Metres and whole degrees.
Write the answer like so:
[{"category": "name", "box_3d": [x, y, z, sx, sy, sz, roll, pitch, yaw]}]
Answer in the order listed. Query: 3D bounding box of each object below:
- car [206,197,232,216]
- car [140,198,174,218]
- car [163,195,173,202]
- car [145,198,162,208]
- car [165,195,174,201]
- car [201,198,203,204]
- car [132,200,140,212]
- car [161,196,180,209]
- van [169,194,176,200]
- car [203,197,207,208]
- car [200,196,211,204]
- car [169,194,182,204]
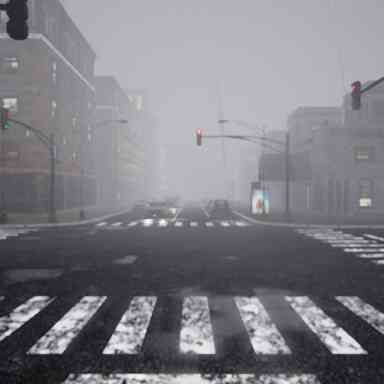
[{"category": "car", "box_3d": [2.703, 1.444, 32.122, 1.967, 1.590, 4.097, 0, 0, 0]}, {"category": "car", "box_3d": [-3.082, 1.550, 30.034, 2.033, 1.411, 5.357, 0, 0, 0]}, {"category": "car", "box_3d": [-5.652, 1.493, 77.687, 1.967, 1.590, 4.097, -1, 0, 0]}, {"category": "car", "box_3d": [-5.667, 1.568, 49.205, 2.008, 1.369, 4.403, 0, 0, 0]}, {"category": "car", "box_3d": [-5.647, 1.587, 83.214, 1.752, 1.417, 4.829, -1, 0, 0]}, {"category": "car", "box_3d": [2.714, 1.568, 49.213, 2.008, 1.369, 4.403, 0, 0, 0]}, {"category": "car", "box_3d": [-5.673, 1.559, 37.811, 2.008, 1.369, 4.403, 0, 0, 0]}, {"category": "car", "box_3d": [-3.064, 1.579, 46.058, 1.994, 1.385, 4.181, 0, 0, 0]}, {"category": "van", "box_3d": [-5.642, 1.424, 94.778, 1.690, 1.788, 3.998, -1, 0, 0]}, {"category": "car", "box_3d": [2.710, 1.594, 43.515, 1.802, 1.307, 4.206, 0, 0, 0]}, {"category": "car", "box_3d": [2.724, 1.587, 66.302, 2.008, 1.369, 4.403, -1, 0, 0]}, {"category": "car", "box_3d": [-2.966, 1.547, 64.835, 1.837, 1.490, 4.892, 0, 0, 0]}]
